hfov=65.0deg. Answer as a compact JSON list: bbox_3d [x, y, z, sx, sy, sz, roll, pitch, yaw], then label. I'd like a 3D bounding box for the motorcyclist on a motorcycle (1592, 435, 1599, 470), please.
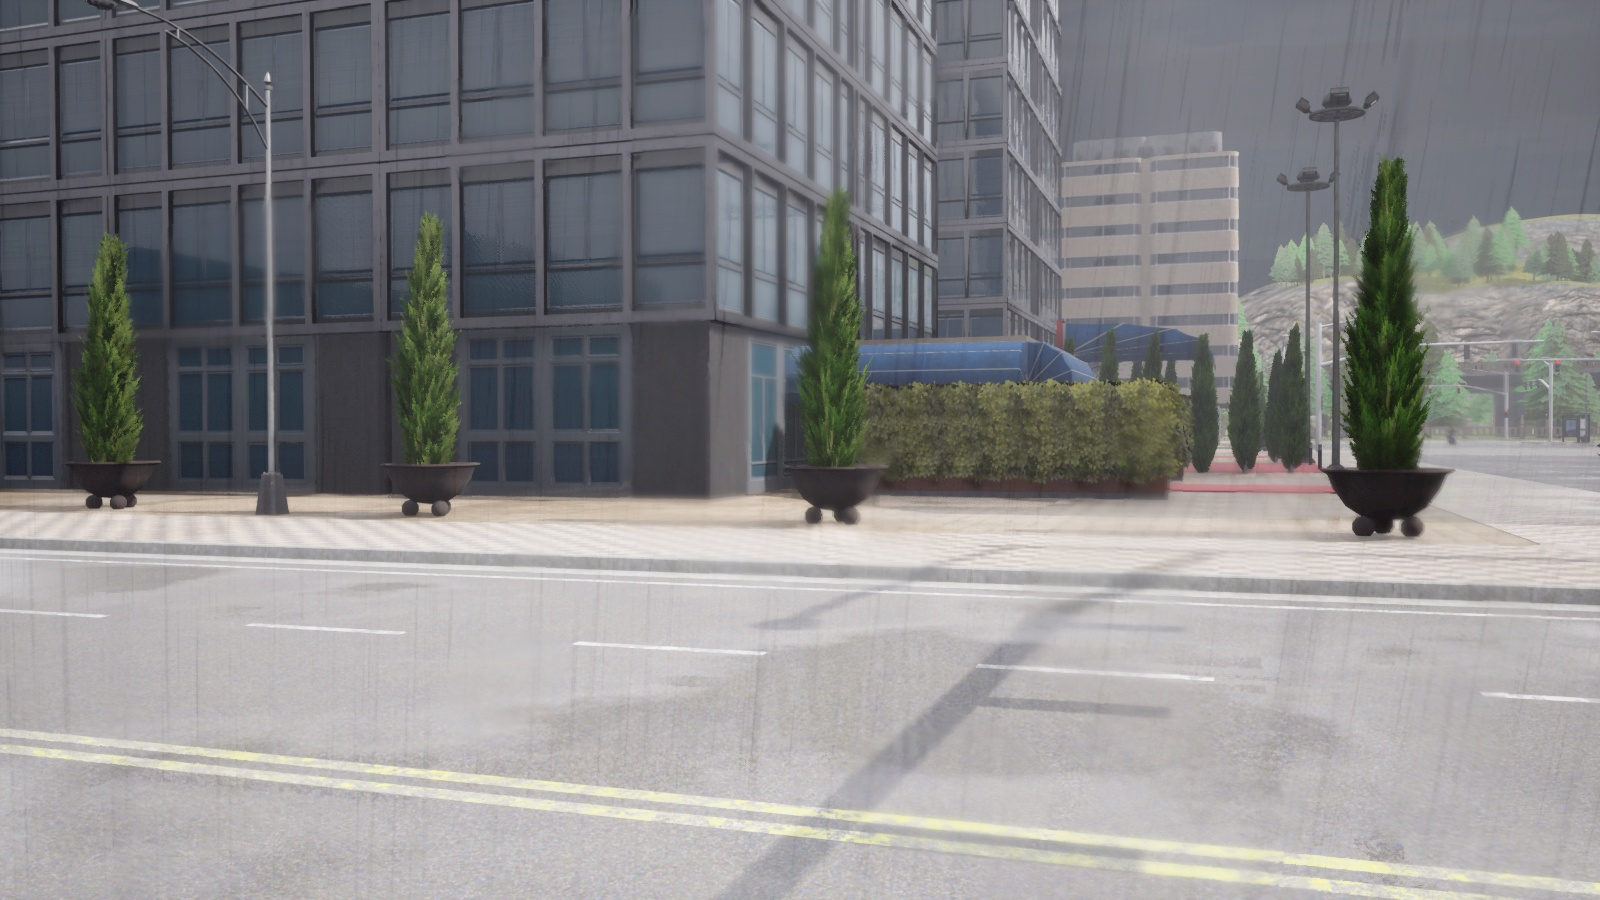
[{"bbox_3d":[35.765,0.108,55.418,0.866,1.530,2.191,1,1,18],"label":"motorcyclist on a motorcycle"}]
